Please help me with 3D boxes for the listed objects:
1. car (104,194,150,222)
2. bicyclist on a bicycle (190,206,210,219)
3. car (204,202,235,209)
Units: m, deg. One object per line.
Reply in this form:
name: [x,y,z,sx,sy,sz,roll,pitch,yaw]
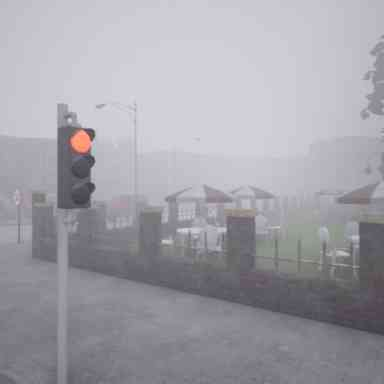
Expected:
car: [-5.773,1.213,27.127,2.150,2.045,5.566,0,0,35]
bicyclist on a bicycle: [0.558,1.335,21.527,1.656,1.620,0.582,0,0,35]
car: [3.362,1.211,40.323,2.150,2.045,5.566,0,0,34]
